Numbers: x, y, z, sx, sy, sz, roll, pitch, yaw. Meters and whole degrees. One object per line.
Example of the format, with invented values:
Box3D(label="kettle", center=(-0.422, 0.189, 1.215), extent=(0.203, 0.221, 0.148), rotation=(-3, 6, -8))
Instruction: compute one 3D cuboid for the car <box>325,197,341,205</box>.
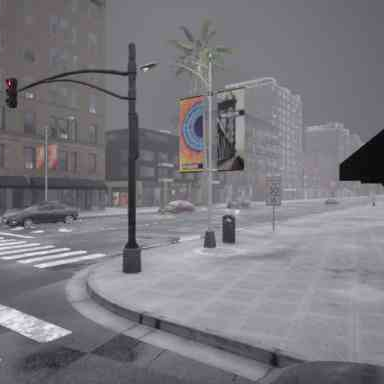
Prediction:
Box3D(label="car", center=(26.316, 1.709, 62.096), extent=(1.994, 1.385, 4.181), rotation=(0, 0, 35))

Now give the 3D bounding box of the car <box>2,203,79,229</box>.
Box3D(label="car", center=(-9.951, 1.518, 22.176), extent=(1.837, 1.490, 4.892), rotation=(0, 0, 35))

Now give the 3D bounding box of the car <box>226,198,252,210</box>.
Box3D(label="car", center=(6.490, 1.574, 45.502), extent=(1.837, 1.490, 4.892), rotation=(0, 0, 36))

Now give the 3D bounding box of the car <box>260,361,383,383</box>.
Box3D(label="car", center=(2.171, 1.551, 1.302), extent=(4.403, 1.369, 2.008), rotation=(0, 0, 35))

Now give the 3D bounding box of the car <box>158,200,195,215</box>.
Box3D(label="car", center=(-1.477, 1.564, 34.227), extent=(1.812, 1.442, 4.674), rotation=(0, 0, 35))
